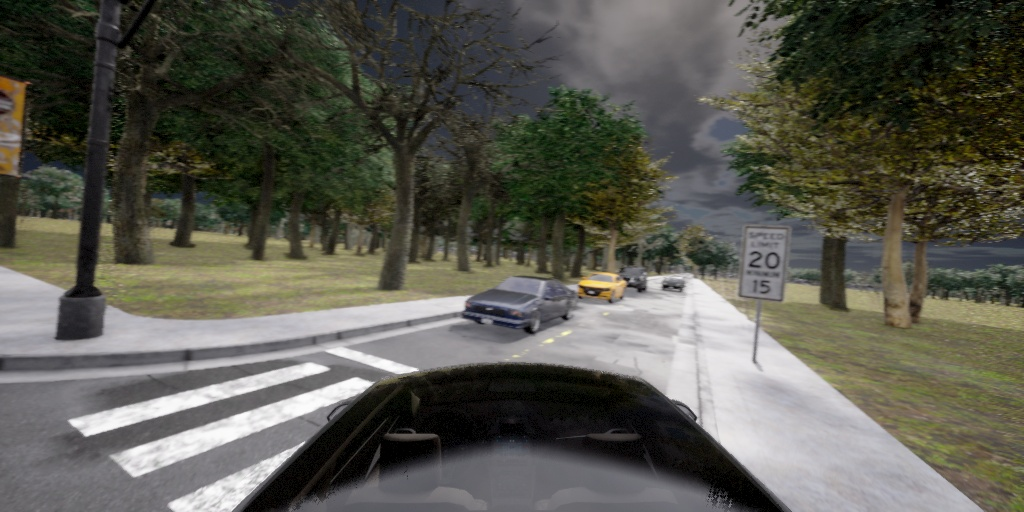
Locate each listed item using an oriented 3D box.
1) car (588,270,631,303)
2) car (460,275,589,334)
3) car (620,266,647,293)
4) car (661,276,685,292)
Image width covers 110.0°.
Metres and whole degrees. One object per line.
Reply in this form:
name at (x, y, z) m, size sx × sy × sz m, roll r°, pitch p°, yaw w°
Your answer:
car at (5.217, 1.699, 20.569) m, size 1.882 × 1.535 × 5.008 m, roll 5°, pitch 0°, yaw 27°
car at (0.588, 1.345, 11.298) m, size 2.033 × 1.411 × 5.357 m, roll 5°, pitch 0°, yaw 26°
car at (10.098, 1.891, 30.297) m, size 2.150 × 2.045 × 5.566 m, roll 5°, pitch 0°, yaw 27°
car at (16.460, 2.865, 36.669) m, size 1.895 × 1.301 × 4.718 m, roll 5°, pitch 0°, yaw 27°
